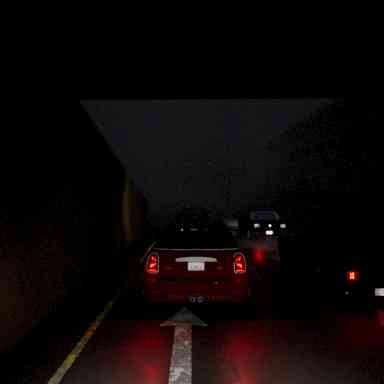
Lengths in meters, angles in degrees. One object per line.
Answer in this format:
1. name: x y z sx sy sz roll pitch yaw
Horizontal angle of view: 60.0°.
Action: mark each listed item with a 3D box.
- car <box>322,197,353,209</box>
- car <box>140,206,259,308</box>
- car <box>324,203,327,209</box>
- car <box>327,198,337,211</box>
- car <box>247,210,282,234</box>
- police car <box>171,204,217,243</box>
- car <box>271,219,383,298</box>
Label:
1. car: 17.574 1.295 40.008 1.853 1.218 4.536 0 0 45
2. car: 0.083 1.352 8.085 2.097 1.767 4.553 0 0 0
3. car: 17.537 1.452 39.971 2.038 1.542 4.974 0 0 45
4. car: 17.433 1.452 35.364 2.038 1.542 4.974 0 0 -35
5. car: 3.600 1.601 17.656 1.895 1.301 4.718 0 0 0
6. police car: 0.096 1.504 17.210 2.038 1.542 4.974 0 0 0
7. car: 3.607 1.601 8.499 1.895 1.301 4.718 0 0 0
